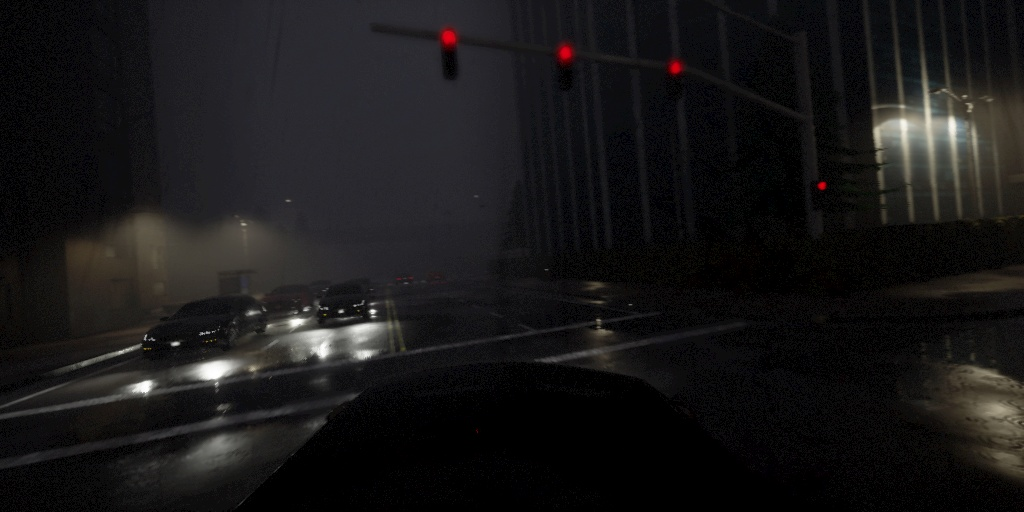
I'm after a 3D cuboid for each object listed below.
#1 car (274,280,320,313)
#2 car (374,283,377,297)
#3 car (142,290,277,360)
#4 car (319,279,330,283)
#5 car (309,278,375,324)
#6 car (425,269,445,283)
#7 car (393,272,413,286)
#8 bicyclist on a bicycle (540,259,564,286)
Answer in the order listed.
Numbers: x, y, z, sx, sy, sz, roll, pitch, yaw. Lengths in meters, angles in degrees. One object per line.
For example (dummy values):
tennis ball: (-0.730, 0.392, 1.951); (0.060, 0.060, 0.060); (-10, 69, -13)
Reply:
car: (-12.623, 2.383, 20.411); (1.882, 1.535, 5.008); (-4, 0, -20)
car: (-10.398, 2.262, 24.604); (1.837, 1.490, 4.892); (-4, 0, -20)
car: (-9.458, 2.088, 11.483); (1.837, 1.490, 4.892); (-4, 0, -20)
car: (-16.018, 2.756, 30.107); (1.837, 1.490, 4.892); (-4, 0, -19)
car: (-7.330, 1.950, 15.924); (1.837, 1.490, 4.892); (-4, 0, -20)
car: (-9.127, 2.265, 42.425); (1.882, 1.535, 5.008); (-5, 0, -18)
car: (-12.670, 2.616, 41.705); (2.033, 1.411, 5.357); (-4, 0, -22)
bicyclist on a bicycle: (2.421, 1.003, 21.965); (1.656, 1.620, 0.582); (-4, 0, -20)
